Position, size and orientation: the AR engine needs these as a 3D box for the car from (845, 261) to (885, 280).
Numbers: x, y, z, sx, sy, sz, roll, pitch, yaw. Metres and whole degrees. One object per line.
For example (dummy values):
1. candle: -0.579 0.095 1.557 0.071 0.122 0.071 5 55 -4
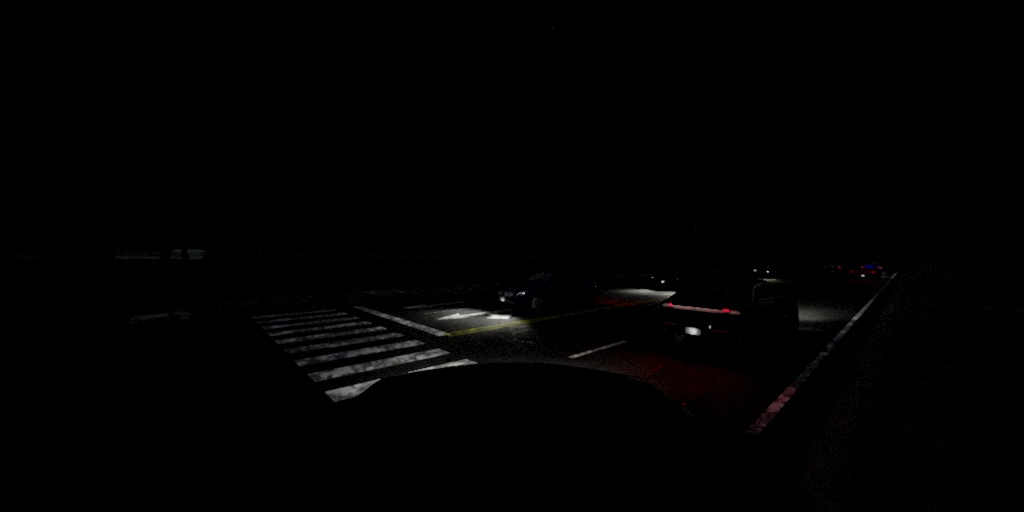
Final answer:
1. car: 31.567 1.382 32.036 4.718 1.301 1.895 0 0 -42

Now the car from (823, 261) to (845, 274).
1. car: 38.232 1.320 42.358 5.357 1.411 2.033 0 0 -42

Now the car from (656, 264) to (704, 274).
1. car: 10.358 1.226 21.964 4.892 1.490 1.837 0 0 -42

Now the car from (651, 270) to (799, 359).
1. car: 5.309 1.243 8.564 4.902 1.511 2.128 0 0 -42

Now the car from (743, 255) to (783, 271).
1. car: 23.948 0.959 34.089 5.566 2.045 2.150 0 0 -41

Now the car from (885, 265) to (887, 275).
1. car: 38.901 1.316 38.660 4.674 1.442 1.812 0 0 -41

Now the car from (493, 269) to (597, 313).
1. car: 1.436 1.236 13.951 4.674 1.442 1.812 0 0 -41
